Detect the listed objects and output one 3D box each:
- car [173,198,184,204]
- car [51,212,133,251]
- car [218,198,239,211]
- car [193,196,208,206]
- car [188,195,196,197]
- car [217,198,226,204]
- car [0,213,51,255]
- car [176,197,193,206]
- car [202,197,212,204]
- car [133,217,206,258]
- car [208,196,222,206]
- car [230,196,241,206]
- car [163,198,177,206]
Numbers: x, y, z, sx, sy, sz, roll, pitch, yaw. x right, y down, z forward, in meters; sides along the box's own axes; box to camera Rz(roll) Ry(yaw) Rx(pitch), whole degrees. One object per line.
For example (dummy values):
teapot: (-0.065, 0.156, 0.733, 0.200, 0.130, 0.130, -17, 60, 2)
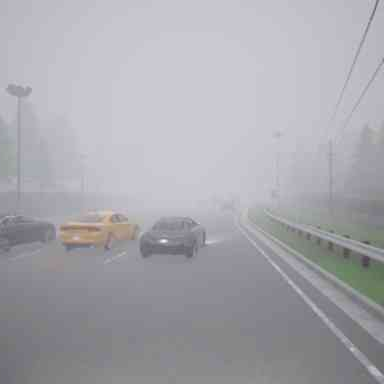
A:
car: (-3.237, 2.112, 81.867, 1.812, 1.442, 4.674, 0, -1, 10)
car: (-3.927, 1.616, 14.957, 1.882, 1.535, 5.008, 0, -1, 10)
car: (5.357, 1.996, 48.477, 2.033, 1.411, 5.357, 0, -1, 10)
car: (1.977, 2.199, 70.826, 1.994, 1.385, 4.181, 0, -1, 10)
car: (0.218, 1.808, 81.309, 2.150, 2.045, 5.566, 0, -1, 10)
car: (7.118, 2.168, 80.126, 1.895, 1.301, 4.718, 0, -1, 10)
car: (-7.660, 1.620, 13.884, 2.128, 1.511, 4.902, 0, -1, 10)
car: (-1.468, 2.247, 71.445, 1.895, 1.301, 4.718, 0, -1, 10)
car: (3.663, 2.078, 80.687, 1.837, 1.490, 4.892, 0, -1, 10)
car: (-0.632, 1.689, 13.459, 1.994, 1.385, 4.181, 0, -1, 10)
car: (5.361, 1.863, 69.857, 2.150, 2.045, 5.566, 0, -1, 10)
car: (8.977, 1.867, 69.746, 2.150, 2.045, 5.566, 0, -1, 10)
car: (-4.923, 2.181, 72.006, 1.812, 1.442, 4.674, 0, -1, 10)
